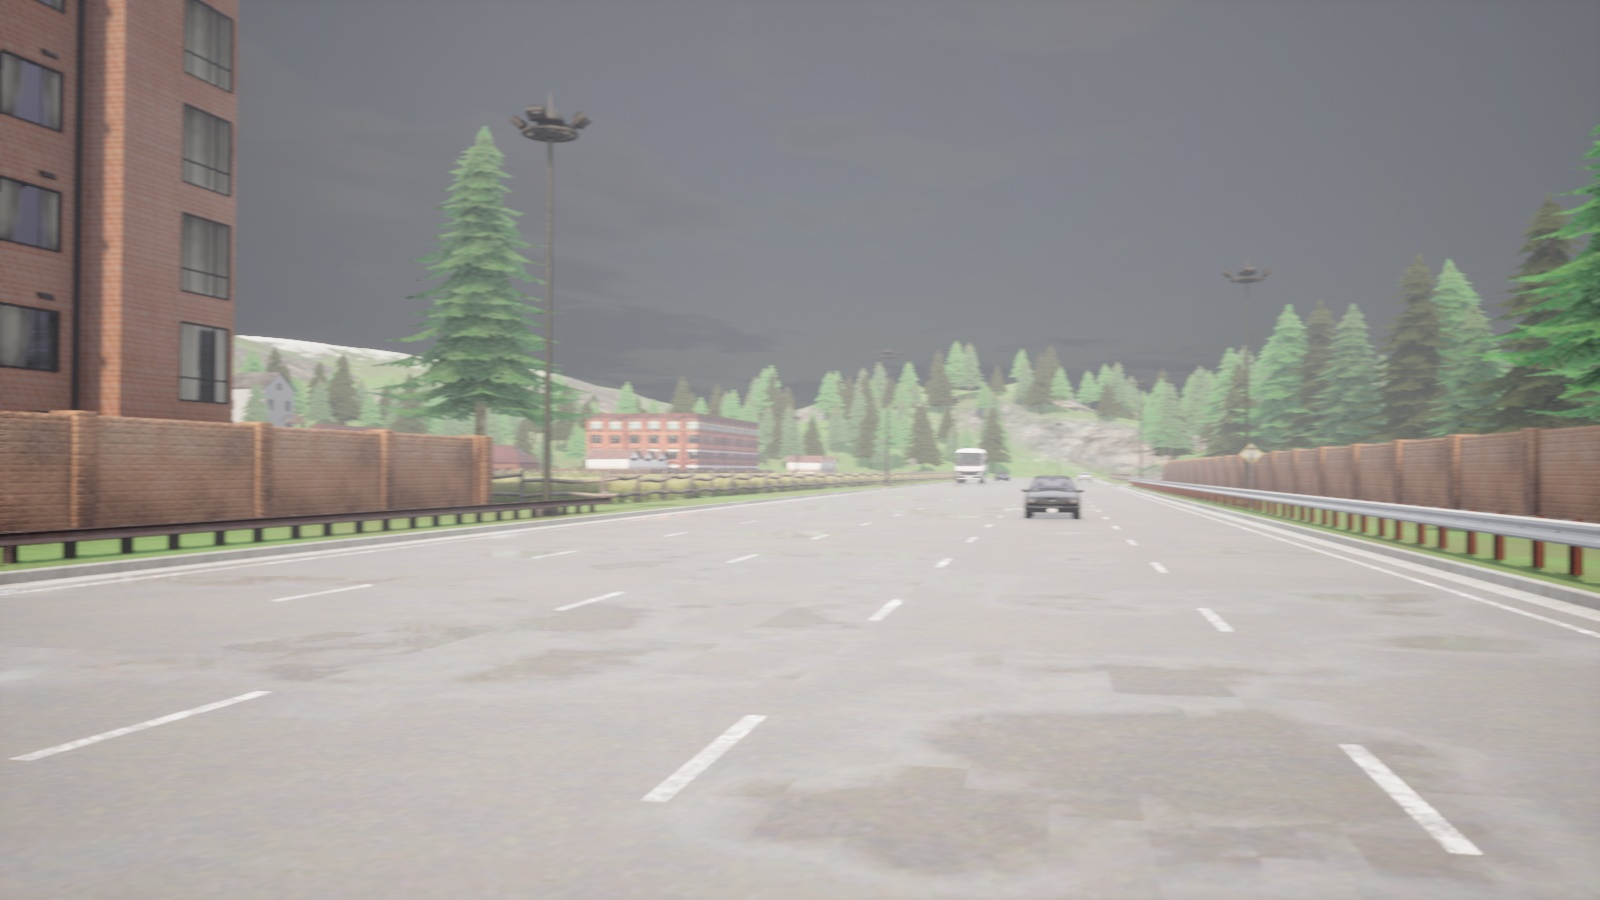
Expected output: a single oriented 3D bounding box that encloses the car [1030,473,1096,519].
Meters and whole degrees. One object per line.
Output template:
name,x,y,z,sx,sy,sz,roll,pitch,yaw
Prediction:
car,8.824,1.494,42.127,2.033,1.411,5.357,0,-1,12
